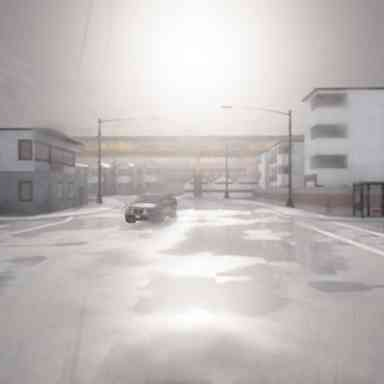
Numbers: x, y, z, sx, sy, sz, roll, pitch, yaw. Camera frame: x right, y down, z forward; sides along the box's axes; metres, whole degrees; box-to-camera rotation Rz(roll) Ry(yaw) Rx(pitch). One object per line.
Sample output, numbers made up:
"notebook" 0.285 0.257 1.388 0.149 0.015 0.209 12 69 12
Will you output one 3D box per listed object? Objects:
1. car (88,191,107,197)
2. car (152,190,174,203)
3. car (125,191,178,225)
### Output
"car" -19.758 0.339 68.569 4.718 1.301 1.895 0 0 37
"car" -4.254 0.632 47.975 1.837 1.490 4.892 2 1 -20
"car" -2.687 1.066 23.851 2.150 2.045 5.566 3 4 16
